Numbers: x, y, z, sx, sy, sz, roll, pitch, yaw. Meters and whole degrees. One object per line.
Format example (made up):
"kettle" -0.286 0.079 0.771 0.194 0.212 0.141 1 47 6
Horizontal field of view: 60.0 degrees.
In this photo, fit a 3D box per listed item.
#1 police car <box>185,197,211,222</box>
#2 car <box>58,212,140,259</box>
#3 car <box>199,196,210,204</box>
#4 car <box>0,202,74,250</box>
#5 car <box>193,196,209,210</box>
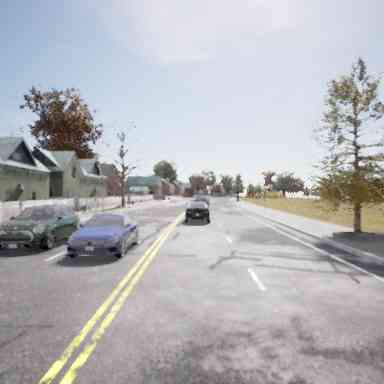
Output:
"police car" 0.463 1.472 26.855 1.930 1.638 5.238 0 0 2
"car" -3.215 1.543 12.894 1.812 1.442 4.674 0 0 1
"car" 2.679 1.684 69.159 2.128 1.511 4.902 0 0 4
"car" -6.436 1.368 14.274 2.097 1.767 4.553 0 0 1
"car" 1.325 1.448 46.277 2.097 1.767 4.553 0 0 3
